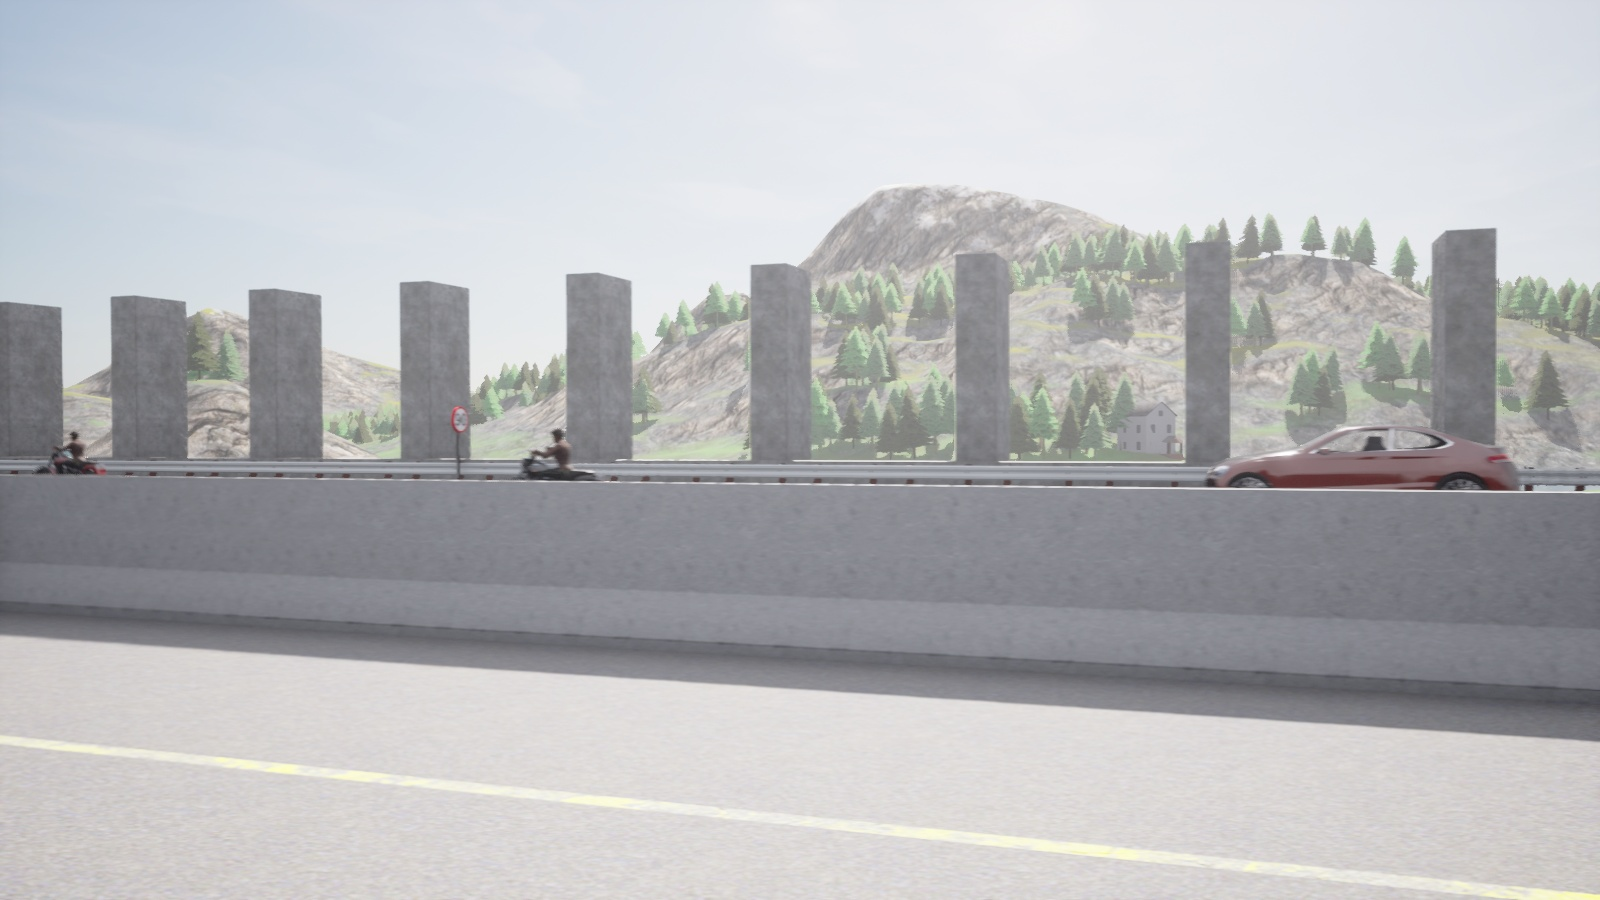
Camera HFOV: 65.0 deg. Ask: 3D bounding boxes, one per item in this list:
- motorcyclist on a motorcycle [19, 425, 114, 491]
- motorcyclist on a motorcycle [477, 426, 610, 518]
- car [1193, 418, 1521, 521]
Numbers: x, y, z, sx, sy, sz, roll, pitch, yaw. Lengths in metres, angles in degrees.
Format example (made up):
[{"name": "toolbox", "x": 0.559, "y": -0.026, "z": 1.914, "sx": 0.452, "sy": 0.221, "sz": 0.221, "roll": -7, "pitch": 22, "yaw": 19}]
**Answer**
[{"name": "motorcyclist on a motorcycle", "x": -18.751, "y": 0.193, "z": 32.093, "sx": 2.350, "sy": 1.649, "sz": 0.766, "roll": 0, "pitch": 1, "yaw": 20}, {"name": "motorcyclist on a motorcycle", "x": -4.804, "y": 0.383, "z": 23.489, "sx": 2.350, "sy": 1.649, "sz": 0.766, "roll": 0, "pitch": 3, "yaw": 20}, {"name": "car", "x": 9.595, "y": 0.288, "z": 22.117, "sx": 5.027, "sy": 1.651, "sz": 2.152, "roll": 1, "pitch": 1, "yaw": 19}]
